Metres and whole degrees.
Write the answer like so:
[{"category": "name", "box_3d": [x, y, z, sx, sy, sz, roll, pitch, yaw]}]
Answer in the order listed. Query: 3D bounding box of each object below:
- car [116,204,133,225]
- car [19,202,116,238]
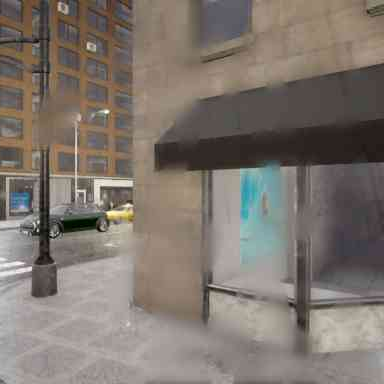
[{"category": "car", "box_3d": [-4.903, 1.553, 24.693, 1.752, 1.417, 4.829, 0, 0, 36]}, {"category": "car", "box_3d": [-6.705, 1.370, 17.868, 2.097, 1.767, 4.553, 0, 0, 36]}]
